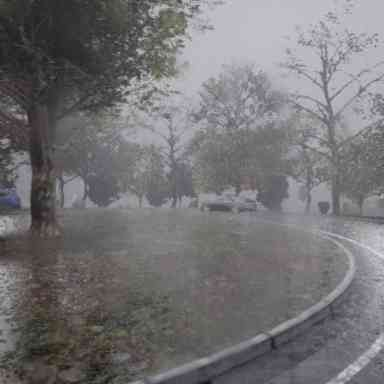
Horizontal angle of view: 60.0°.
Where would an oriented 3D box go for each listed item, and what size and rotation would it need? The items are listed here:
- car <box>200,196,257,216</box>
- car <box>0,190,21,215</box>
[{"bbox_3d":[2.845,1.040,26.751,4.902,1.511,2.128,1,1,42],"label":"car"},{"bbox_3d":[-17.025,0.842,27.017,5.566,2.045,2.150,-1,0,-37],"label":"car"}]
